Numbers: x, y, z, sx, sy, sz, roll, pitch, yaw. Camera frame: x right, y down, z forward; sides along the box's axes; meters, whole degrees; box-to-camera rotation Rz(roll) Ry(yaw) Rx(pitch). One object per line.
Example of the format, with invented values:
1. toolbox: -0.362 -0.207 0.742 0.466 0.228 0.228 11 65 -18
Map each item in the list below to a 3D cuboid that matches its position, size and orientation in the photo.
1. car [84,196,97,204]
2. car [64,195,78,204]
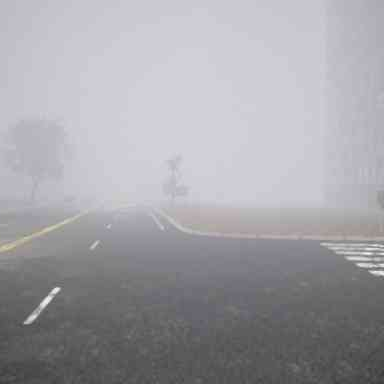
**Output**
1. car: -17.505 1.304 57.680 1.994 1.385 4.181 1 0 -13
2. car: -20.672 1.257 56.951 1.994 1.385 4.181 1 0 -13
